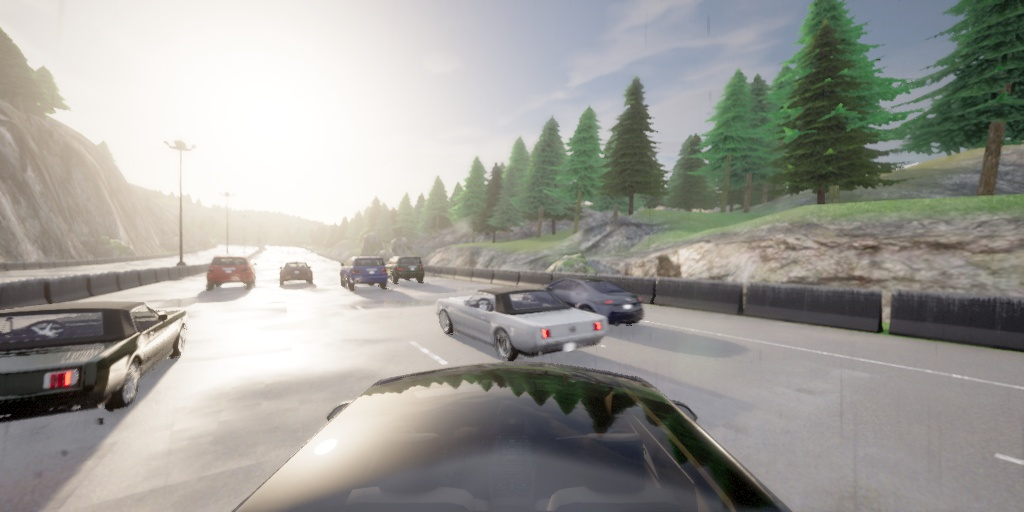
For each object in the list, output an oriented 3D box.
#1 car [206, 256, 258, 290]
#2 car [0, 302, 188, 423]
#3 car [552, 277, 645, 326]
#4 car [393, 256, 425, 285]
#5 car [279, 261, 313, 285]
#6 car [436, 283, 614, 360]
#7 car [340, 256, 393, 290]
[{"bbox_3d":[-17.897,1.022,23.053,2.150,2.045,5.566,0,0,-33],"label":"car"},{"bbox_3d":[-6.535,1.352,5.408,1.895,1.301,4.718,0,0,-33],"label":"car"},{"bbox_3d":[2.063,1.360,11.450,1.994,1.385,4.181,0,0,-33],"label":"car"},{"bbox_3d":[-8.522,1.059,27.875,2.150,2.045,5.566,0,-1,-32],"label":"car"},{"bbox_3d":[-16.285,1.173,27.014,2.097,1.767,4.553,0,0,-33],"label":"car"},{"bbox_3d":[-0.144,1.379,8.413,1.895,1.301,4.718,0,0,-33],"label":"car"},{"bbox_3d":[-9.645,1.043,23.167,2.150,2.045,5.566,0,0,-33],"label":"car"}]
